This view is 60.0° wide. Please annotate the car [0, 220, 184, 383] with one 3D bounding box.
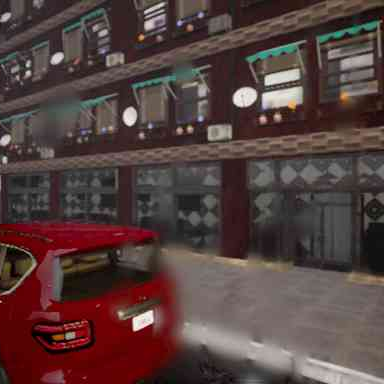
[{"bbox_3d":[-2.414,1.322,4.593,5.009,1.841,2.192,0,0,35],"label":"car"}]
